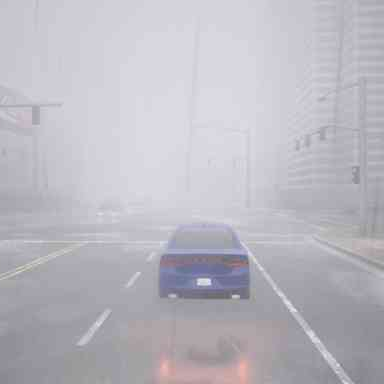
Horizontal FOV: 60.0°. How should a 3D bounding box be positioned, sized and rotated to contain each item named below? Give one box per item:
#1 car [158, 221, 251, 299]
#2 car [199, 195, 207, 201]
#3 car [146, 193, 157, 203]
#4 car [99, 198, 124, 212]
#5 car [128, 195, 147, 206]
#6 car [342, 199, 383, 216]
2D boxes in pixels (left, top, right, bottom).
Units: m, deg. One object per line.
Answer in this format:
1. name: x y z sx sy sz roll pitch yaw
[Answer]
1. car: 0.313 1.478 8.497 1.882 1.535 5.008 0 0 2
2. car: 2.801 1.524 86.272 1.812 1.442 4.674 0 0 2
3. car: -8.363 1.220 66.767 2.150 2.045 5.566 0 0 3
4. car: -9.361 1.506 38.986 1.837 1.490 4.892 0 0 2
5. car: -8.891 1.525 53.099 1.812 1.442 4.674 0 0 2
6. car: 17.242 1.505 32.398 4.892 1.490 1.837 0 0 2
